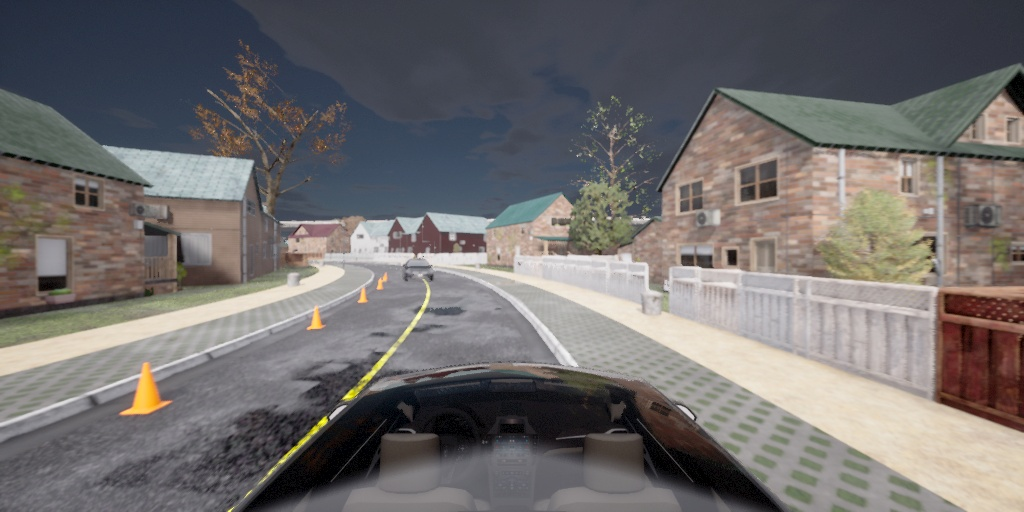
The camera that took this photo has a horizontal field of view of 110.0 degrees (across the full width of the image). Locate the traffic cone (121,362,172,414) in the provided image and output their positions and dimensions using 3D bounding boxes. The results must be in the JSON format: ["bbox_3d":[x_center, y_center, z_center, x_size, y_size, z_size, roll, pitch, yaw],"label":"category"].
[{"bbox_3d":[-4.707,1.670,4.629,0.340,0.580,0.340,0,0,-3],"label":"traffic cone"}]

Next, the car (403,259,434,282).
[{"bbox_3d":[-6.395,0.916,24.295,1.812,1.442,4.674,0,1,-19],"label":"car"}]

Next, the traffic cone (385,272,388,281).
[{"bbox_3d":[-8.315,1.356,23.591,0.340,0.580,0.340,0,0,-18],"label":"traffic cone"}]

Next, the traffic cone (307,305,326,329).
[{"bbox_3d":[-5.144,1.590,9.447,0.340,0.580,0.340,0,0,-7],"label":"traffic cone"}]

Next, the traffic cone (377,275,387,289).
[{"bbox_3d":[-6.952,1.432,18.949,0.340,0.580,0.340,0,0,-15],"label":"traffic cone"}]

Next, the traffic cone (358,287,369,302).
[{"bbox_3d":[-5.894,1.510,14.227,0.340,0.580,0.340,0,0,-11],"label":"traffic cone"}]
